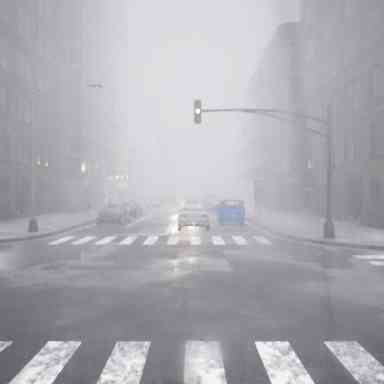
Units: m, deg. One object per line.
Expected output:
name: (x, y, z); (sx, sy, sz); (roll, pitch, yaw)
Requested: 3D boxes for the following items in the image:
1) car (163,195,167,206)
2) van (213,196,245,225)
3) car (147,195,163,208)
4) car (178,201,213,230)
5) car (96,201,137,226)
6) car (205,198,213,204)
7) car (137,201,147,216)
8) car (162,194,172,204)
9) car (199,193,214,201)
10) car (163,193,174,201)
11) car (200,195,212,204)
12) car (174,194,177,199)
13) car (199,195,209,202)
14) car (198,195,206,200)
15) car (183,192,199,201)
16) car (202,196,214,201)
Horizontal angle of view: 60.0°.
car: (-5.388, 1.497, 51.603); (1.947, 1.339, 4.313); (0, 0, 0)
van: (2.637, 1.314, 23.202); (1.690, 1.788, 3.998); (0, 0, 0)
car: (-5.388, 1.468, 45.751); (1.752, 1.417, 4.829); (0, 0, 0)
car: (0.101, 1.501, 20.698); (1.812, 1.442, 4.674); (0, 0, 0)
car: (-5.388, 1.523, 23.193); (2.008, 1.369, 4.403); (0, 0, 0)
car: (2.637, 1.541, 34.564); (1.802, 1.307, 4.206); (0, 0, 0)
car: (-5.388, 1.510, 28.875); (1.887, 1.381, 4.507); (0, 0, 0)
car: (-5.388, 1.476, 62.966); (1.947, 1.339, 4.313); (0, 0, 0)
car: (2.637, 1.247, 51.609); (2.192, 1.841, 5.009); (0, 0, 0)
car: (-5.388, 1.215, 68.648); (2.192, 1.841, 5.009); (0, 0, 0)
car: (2.637, 1.351, 62.971); (1.967, 1.590, 4.097); (0, 0, 0)
car: (-5.388, 1.319, 80.012); (1.967, 1.590, 4.097); (0, 0, 0)
car: (2.637, 1.440, 74.334); (2.008, 1.369, 4.403); (0, 0, 0)
car: (2.637, 1.434, 85.696); (1.947, 1.339, 4.313); (0, 0, 0)
car: (-0.001, 1.281, 53.301); (2.097, 1.767, 4.553); (0, 0, 0)
car: (2.637, 1.524, 45.927); (1.802, 1.307, 4.206); (0, 0, 0)
